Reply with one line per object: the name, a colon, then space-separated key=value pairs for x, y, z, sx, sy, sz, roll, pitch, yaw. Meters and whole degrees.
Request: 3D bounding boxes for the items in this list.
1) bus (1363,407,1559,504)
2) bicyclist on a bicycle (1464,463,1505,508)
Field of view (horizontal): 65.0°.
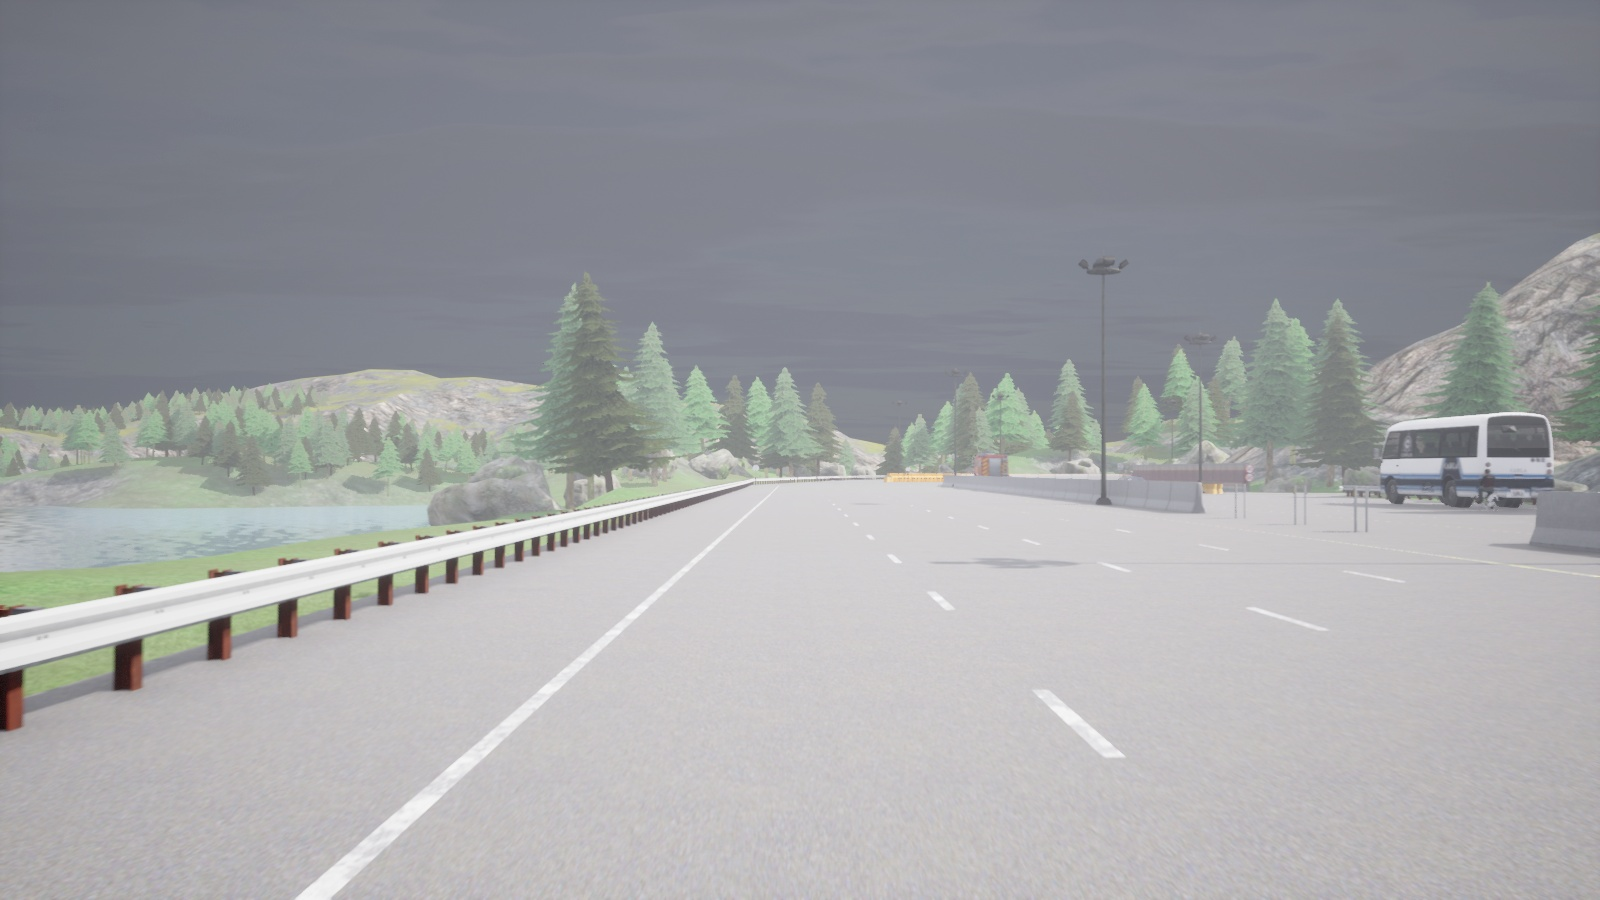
bus: x=31.353 y=0.322 z=60.307 sx=3.944 sy=4.253 sz=10.273 roll=0 pitch=-1 yaw=0
bicyclist on a bicycle: x=27.879 y=1.430 z=51.182 sx=0.659 sy=1.776 sz=1.843 roll=0 pitch=-1 yaw=0
